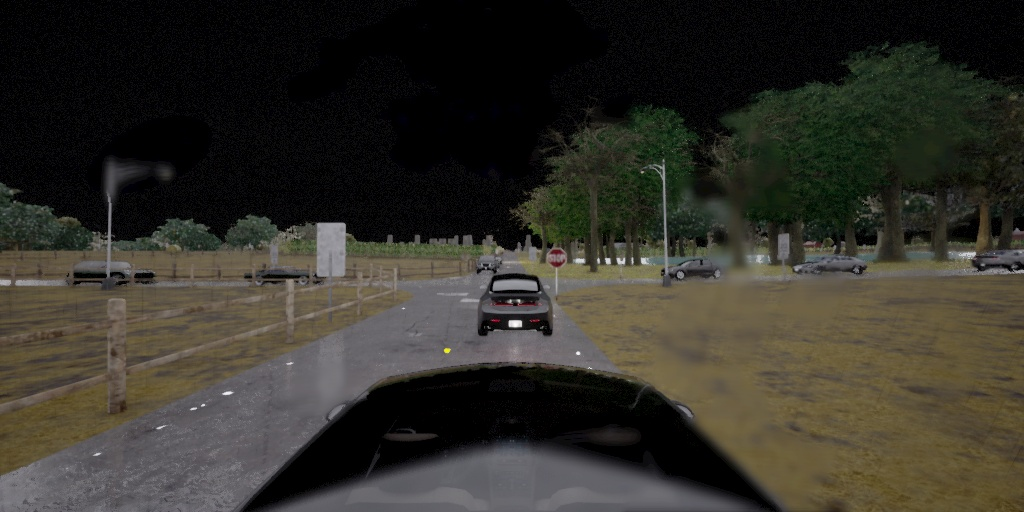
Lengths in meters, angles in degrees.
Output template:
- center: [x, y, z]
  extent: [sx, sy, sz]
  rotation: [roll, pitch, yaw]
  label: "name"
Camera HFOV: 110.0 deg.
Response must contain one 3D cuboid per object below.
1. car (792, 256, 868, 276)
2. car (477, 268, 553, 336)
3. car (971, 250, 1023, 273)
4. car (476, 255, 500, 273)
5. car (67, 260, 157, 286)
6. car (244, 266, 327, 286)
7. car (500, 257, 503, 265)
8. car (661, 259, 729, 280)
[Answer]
- center: [24.459, 0.741, 27.719]
  extent: [4.902, 1.511, 2.128]
  rotation: [-2, -1, 0]
  label: "car"
- center: [0.086, 1.255, 10.375]
  extent: [1.837, 1.490, 4.892]
  rotation: [0, 0, 0]
  label: "car"
- center: [34.976, 0.312, 24.803]
  extent: [4.902, 1.511, 2.128]
  rotation: [-2, -1, 0]
  label: "car"
- center: [-2.801, 0.920, 40.707]
  extent: [2.150, 2.045, 5.566]
  rotation: [0, 0, -1]
  label: "car"
- center: [-27.341, 1.079, 24.640]
  extent: [4.553, 1.767, 2.097]
  rotation: [0, -1, 0]
  label: "car"
- center: [-15.459, 1.345, 24.708]
  extent: [4.718, 1.301, 1.895]
  rotation: [0, -1, -2]
  label: "car"
- center: [-2.802, 1.098, 54.065]
  extent: [2.128, 1.511, 4.902]
  rotation: [0, 1, 0]
  label: "car"
- center: [14.046, 1.026, 27.691]
  extent: [4.892, 1.490, 1.837]
  rotation: [-1, -1, 0]
  label: "car"
